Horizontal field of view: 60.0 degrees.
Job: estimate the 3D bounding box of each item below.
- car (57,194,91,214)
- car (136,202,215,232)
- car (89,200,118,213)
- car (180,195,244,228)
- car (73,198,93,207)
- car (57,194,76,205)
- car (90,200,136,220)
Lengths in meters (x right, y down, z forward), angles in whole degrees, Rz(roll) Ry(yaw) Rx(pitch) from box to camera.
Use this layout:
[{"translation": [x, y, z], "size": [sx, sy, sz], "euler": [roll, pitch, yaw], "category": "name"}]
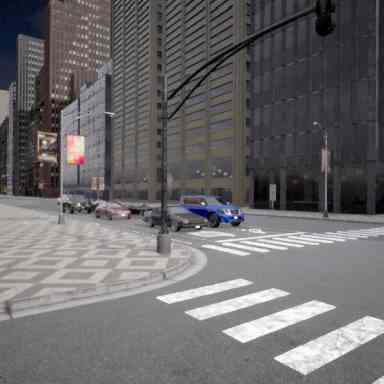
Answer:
[{"translation": [-13.117, 1.323, 37.452], "size": [2.150, 2.045, 5.566], "euler": [1, -1, -36], "category": "car"}, {"translation": [-1.209, 1.568, 20.752], "size": [2.033, 1.411, 5.357], "euler": [1, -1, -35], "category": "car"}, {"translation": [-10.604, 1.652, 39.520], "size": [1.812, 1.442, 4.674], "euler": [1, -1, -35], "category": "car"}, {"translation": [1.120, 1.268, 23.073], "size": [2.150, 2.045, 5.566], "euler": [1, -1, -36], "category": "car"}, {"translation": [-18.673, 1.733, 56.739], "size": [1.837, 1.490, 4.892], "euler": [1, -1, -36], "category": "car"}, {"translation": [-24.719, 1.489, 65.204], "size": [2.150, 2.045, 5.566], "euler": [1, -1, -36], "category": "car"}, {"translation": [-6.900, 1.584, 28.723], "size": [1.812, 1.442, 4.674], "euler": [1, -1, -35], "category": "car"}]
